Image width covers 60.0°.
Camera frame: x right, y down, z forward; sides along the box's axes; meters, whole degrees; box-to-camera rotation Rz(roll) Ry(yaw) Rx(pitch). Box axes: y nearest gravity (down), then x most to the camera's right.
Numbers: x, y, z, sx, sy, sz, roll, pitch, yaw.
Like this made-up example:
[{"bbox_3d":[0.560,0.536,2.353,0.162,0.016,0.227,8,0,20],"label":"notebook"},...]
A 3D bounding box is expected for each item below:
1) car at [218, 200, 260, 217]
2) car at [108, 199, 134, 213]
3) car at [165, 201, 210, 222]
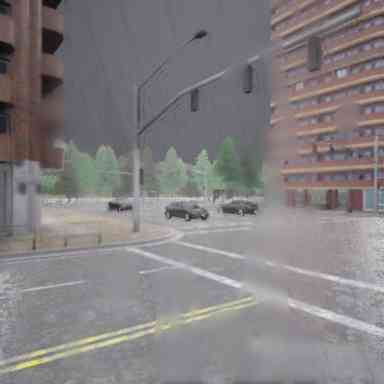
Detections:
[{"bbox_3d":[4.534,1.575,32.847,1.837,1.490,4.892,0,0,-35],"label":"car"},{"bbox_3d":[-8.134,1.525,38.473,1.882,1.535,5.008,0,0,-35],"label":"car"},{"bbox_3d":[-0.484,1.553,27.489,1.837,1.490,4.892,0,0,-35],"label":"car"}]
